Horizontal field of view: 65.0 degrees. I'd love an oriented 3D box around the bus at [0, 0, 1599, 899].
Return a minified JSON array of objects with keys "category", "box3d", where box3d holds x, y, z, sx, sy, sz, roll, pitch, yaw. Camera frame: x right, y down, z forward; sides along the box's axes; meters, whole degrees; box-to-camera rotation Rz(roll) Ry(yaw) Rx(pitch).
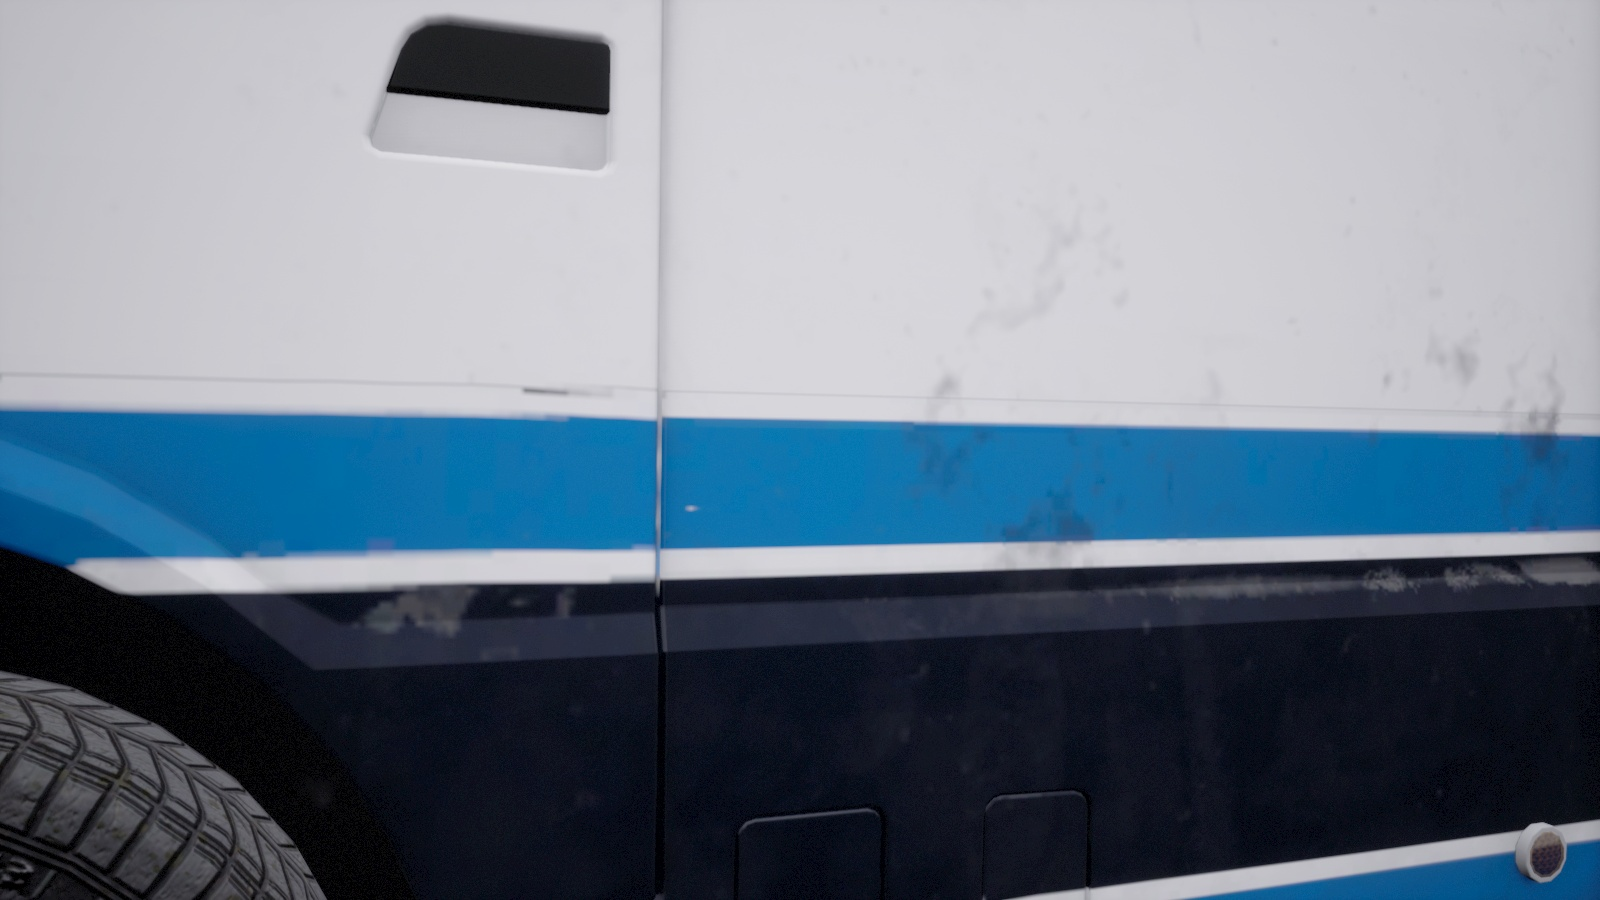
[{"category":"bus","box3d":[1.217,-0.652,3.684,10.273,4.253,3.944,-1,1,-21]}]
